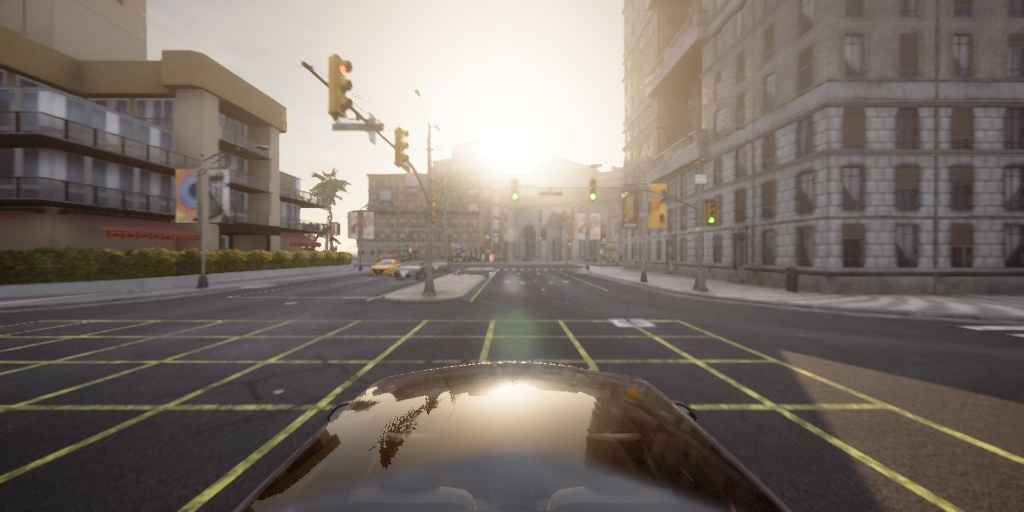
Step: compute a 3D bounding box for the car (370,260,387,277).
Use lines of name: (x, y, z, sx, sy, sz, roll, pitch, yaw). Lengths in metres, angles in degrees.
car: (-11.571, 1.063, 33.546, 1.882, 1.535, 5.008, 0, 0, 0)

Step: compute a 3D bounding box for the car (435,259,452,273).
car: (-8.010, 1.043, 40.554, 2.128, 1.511, 4.902, 0, 0, 0)

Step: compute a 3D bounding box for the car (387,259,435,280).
car: (-8.089, 1.100, 29.245, 2.128, 1.511, 4.902, 0, 0, 0)
